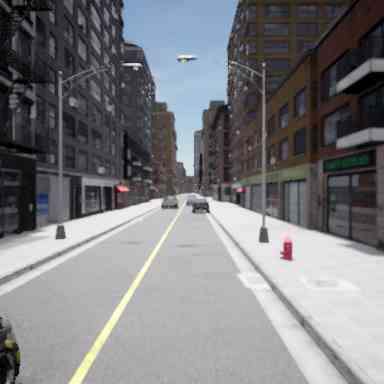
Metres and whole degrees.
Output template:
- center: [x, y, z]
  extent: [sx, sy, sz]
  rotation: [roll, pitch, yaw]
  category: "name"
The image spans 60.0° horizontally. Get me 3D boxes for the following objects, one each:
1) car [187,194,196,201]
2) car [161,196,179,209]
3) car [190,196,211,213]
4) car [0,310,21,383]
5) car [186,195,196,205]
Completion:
- center: [-0.021, 1.256, 74.947]
  extent: [1.994, 1.385, 4.181]
  rotation: [0, 0, 0]
  category: "car"
- center: [-2.847, 1.285, 43.433]
  extent: [2.097, 1.767, 4.553]
  rotation: [0, 0, 0]
  category: "car"
- center: [0.947, 1.456, 36.259]
  extent: [1.837, 1.490, 4.892]
  rotation: [0, 0, 0]
  category: "car"
- center: [-2.850, 1.563, 1.916]
  extent: [1.994, 1.385, 4.181]
  rotation: [0, 0, 0]
  category: "car"
- center: [-0.014, 1.452, 54.473]
  extent: [2.033, 1.411, 5.357]
  rotation: [0, 0, 0]
  category: "car"
